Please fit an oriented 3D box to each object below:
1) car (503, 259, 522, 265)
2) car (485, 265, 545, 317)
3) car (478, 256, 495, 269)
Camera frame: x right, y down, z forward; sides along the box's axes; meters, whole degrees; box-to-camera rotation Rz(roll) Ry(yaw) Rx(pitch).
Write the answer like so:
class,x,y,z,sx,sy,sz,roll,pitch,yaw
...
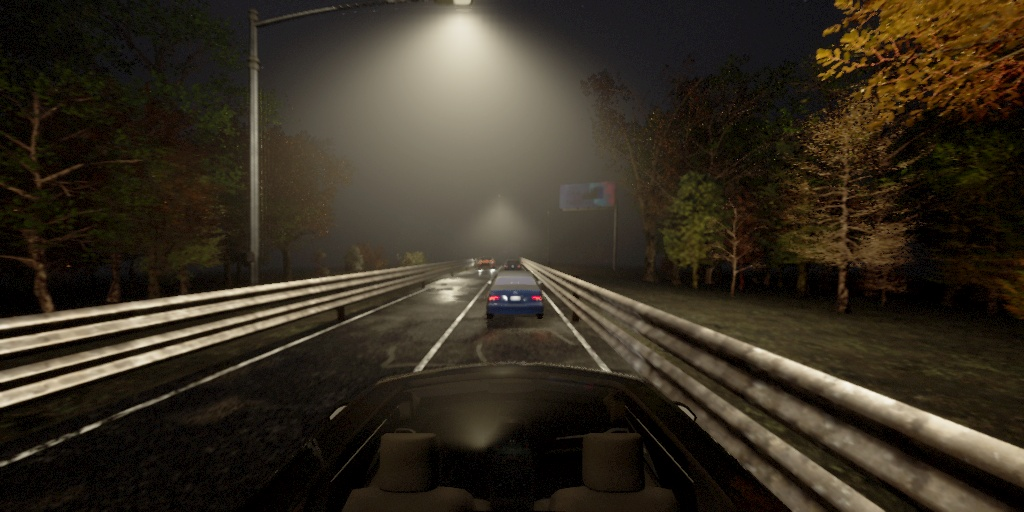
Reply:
class,x,y,z,sx,sy,sz,roll,pitch,yaw
car,0.060,1.059,38.090,2.033,1.411,5.357,0,0,0
car,0.094,1.225,12.664,2.033,1.411,5.357,0,0,0
car,-3.357,0.798,47.905,2.097,1.767,4.553,0,0,0
